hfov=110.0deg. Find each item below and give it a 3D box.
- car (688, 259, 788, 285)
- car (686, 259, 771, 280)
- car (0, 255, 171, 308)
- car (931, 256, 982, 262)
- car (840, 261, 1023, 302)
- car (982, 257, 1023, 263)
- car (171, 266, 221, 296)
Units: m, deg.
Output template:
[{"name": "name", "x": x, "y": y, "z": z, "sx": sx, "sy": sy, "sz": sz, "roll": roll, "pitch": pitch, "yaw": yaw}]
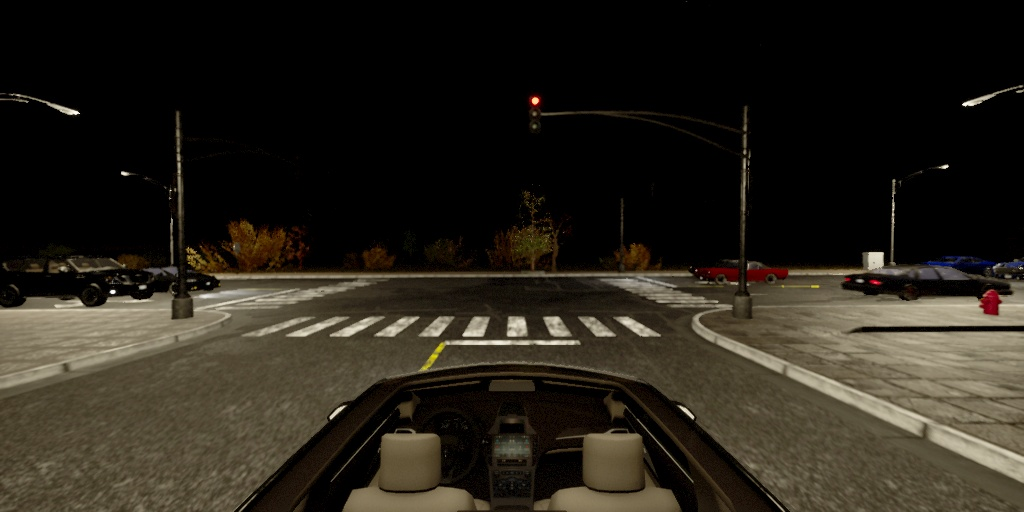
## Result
[{"name": "car", "x": 13.567, "y": 0.989, "z": 21.529, "sx": 4.718, "sy": 1.301, "sz": 1.895, "roll": 0, "pitch": 1, "yaw": 0}, {"name": "car", "x": 14.866, "y": 0.901, "z": 24.777, "sx": 4.718, "sy": 1.301, "sz": 1.895, "roll": 0, "pitch": 1, "yaw": 0}, {"name": "car", "x": -18.273, "y": 0.979, "z": 15.085, "sx": 5.566, "sy": 2.045, "sz": 2.150, "roll": 0, "pitch": 1, "yaw": 1}, {"name": "car", "x": 30.350, "y": 0.733, "z": 24.647, "sx": 4.674, "sy": 1.442, "sz": 1.812, "roll": 0, "pitch": 1, "yaw": 1}, {"name": "car", "x": 17.055, "y": 1.077, "z": 14.934, "sx": 5.357, "sy": 1.411, "sz": 2.033, "roll": 0, "pitch": 1, "yaw": 2}, {"name": "car", "x": 31.874, "y": 0.632, "z": 21.379, "sx": 4.553, "sy": 1.767, "sz": 2.097, "roll": 0, "pitch": 1, "yaw": 1}, {"name": "car", "x": -17.517, "y": 1.234, "z": 18.338, "sx": 4.181, "sy": 1.385, "sz": 1.994, "roll": 0, "pitch": 1, "yaw": 0}]
